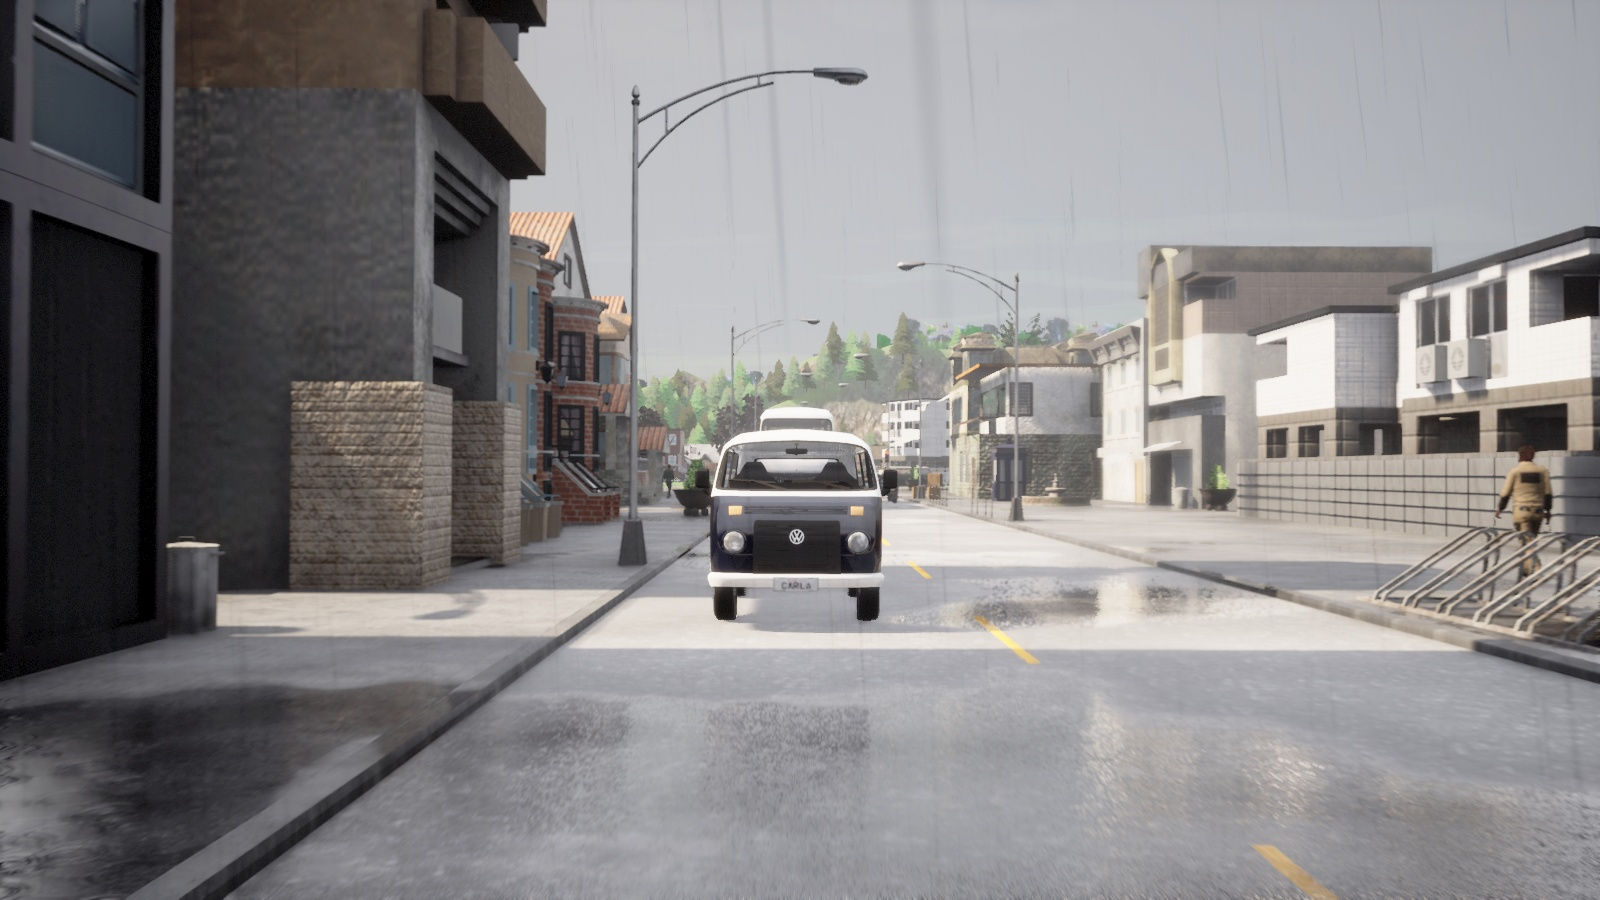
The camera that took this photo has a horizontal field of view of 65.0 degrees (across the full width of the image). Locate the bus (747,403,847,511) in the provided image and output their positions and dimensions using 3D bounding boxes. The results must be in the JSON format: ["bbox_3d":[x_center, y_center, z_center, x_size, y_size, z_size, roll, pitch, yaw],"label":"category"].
[{"bbox_3d":[-0.140,0.357,54.864,3.944,4.253,10.273,0,-1,0],"label":"bus"}]

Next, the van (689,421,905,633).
[{"bbox_3d":[-0.036,0.778,14.335,2.069,2.038,4.480,0,-1,0],"label":"van"}]

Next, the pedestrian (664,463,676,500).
[{"bbox_3d":[-6.841,1.667,65.950,0.423,1.949,0.788,0,-1,11],"label":"pedestrian"}]

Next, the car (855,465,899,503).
[{"bbox_3d":[3.844,1.677,63.399,1.932,1.855,4.605,0,-1,0],"label":"car"}]
